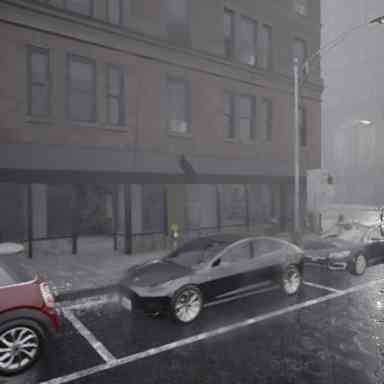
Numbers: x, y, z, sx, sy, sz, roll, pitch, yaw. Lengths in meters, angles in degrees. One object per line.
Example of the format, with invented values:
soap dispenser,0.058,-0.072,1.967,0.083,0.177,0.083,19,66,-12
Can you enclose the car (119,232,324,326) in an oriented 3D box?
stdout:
car,0.626,1.586,7.109,4.313,1.339,1.947,0,-1,-35

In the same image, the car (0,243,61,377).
car,-3.856,1.437,3.913,4.097,1.590,1.967,0,-1,-35

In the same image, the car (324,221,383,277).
car,5.108,1.595,10.307,4.403,1.369,2.008,0,-1,-35
